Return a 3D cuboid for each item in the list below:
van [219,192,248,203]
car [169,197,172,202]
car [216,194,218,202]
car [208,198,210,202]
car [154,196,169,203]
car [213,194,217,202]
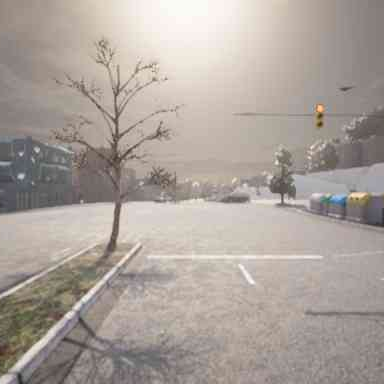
[{"bbox_3d":[7.799,1.070,60.336,4.442,1.987,1.878,1,-1,-20],"label":"van"},{"bbox_3d":[-6.119,1.898,85.525,1.994,1.385,4.181,0,-1,0],"label":"car"},{"bbox_3d":[7.891,1.465,66.327,4.674,1.452,2.002,1,-1,-20],"label":"car"},{"bbox_3d":[7.827,1.936,90.149,5.008,1.535,2.097,1,-1,-20],"label":"car"},{"bbox_3d":[-6.042,1.438,62.826,1.994,1.385,4.181,0,-1,0],"label":"car"},{"bbox_3d":[7.707,1.482,69.241,5.366,1.575,1.946,1,-1,-20],"label":"car"}]
